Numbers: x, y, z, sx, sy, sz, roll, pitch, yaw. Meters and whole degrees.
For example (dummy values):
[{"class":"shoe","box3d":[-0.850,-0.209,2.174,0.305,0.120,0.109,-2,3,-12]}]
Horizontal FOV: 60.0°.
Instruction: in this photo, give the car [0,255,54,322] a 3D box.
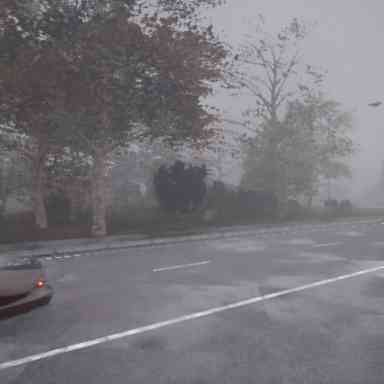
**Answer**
[{"class":"car","box3d":[-4.926,1.542,4.758,5.357,1.411,2.033,0,0,-35]}]
